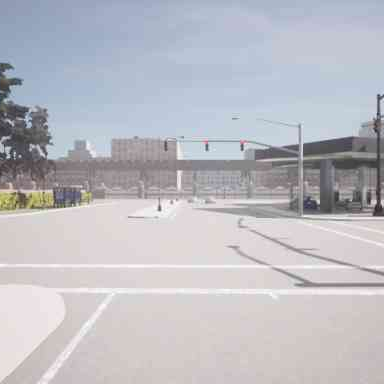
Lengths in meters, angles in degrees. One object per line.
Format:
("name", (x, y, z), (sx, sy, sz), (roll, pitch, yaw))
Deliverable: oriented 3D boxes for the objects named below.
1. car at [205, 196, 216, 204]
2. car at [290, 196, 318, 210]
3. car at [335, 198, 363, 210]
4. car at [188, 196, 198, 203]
("car", (3.554, 1.519, 64.319), (1.812, 1.442, 4.674), (0, 0, 0))
("car", (13.244, 1.291, 39.635), (2.242, 1.667, 4.611), (0, 0, 0))
("car", (18.989, 1.452, 40.393), (1.970, 1.475, 3.806), (0, 0, 0))
("car", (0.160, 1.519, 66.102), (1.812, 1.442, 4.674), (0, 0, 0))
